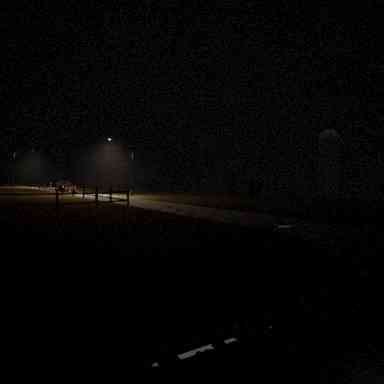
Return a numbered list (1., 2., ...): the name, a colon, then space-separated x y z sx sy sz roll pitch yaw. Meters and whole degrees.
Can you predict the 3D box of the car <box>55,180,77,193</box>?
1. car: -18.890 -0.829 49.817 2.097 1.767 4.553 2 1 -36
